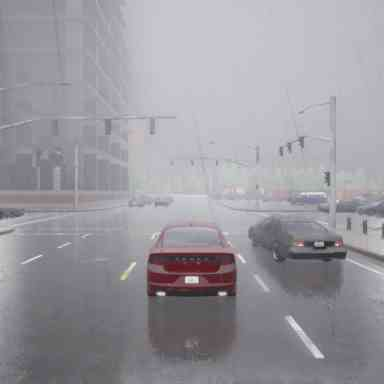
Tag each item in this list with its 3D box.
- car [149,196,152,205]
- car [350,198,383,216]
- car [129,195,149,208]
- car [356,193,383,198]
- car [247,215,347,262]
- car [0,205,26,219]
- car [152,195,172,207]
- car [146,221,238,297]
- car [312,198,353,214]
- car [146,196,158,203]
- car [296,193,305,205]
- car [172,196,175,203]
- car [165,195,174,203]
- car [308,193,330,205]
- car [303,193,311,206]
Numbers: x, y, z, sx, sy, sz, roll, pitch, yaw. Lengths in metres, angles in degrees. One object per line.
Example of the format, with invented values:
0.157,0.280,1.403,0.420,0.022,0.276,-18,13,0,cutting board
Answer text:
-8.208,1.352,58.114,2.097,1.767,4.553,0,0,-1,car
18.386,1.581,32.277,4.674,1.442,1.812,0,0,-1,car
-8.080,1.491,48.901,2.128,1.511,4.902,0,0,-1,car
39.038,1.209,72.549,4.605,1.855,1.932,0,0,-1,car
3.477,1.547,12.076,2.033,1.411,5.357,0,0,-4,car
-16.910,1.656,28.381,4.718,1.301,1.895,0,0,-5,car
-4.611,1.477,51.209,1.882,1.535,5.008,0,0,-1,car
-0.012,1.478,8.640,1.882,1.535,5.008,0,0,0,car
16.281,1.602,35.773,5.357,1.411,2.033,0,0,-1,car
-8.296,1.557,68.997,1.994,1.385,4.181,0,0,-1,car
24.022,1.209,66.875,4.605,1.855,1.932,0,0,-1,car
-4.748,1.547,61.769,2.033,1.411,5.357,0,0,0,car
-4.843,1.500,72.120,1.837,1.490,4.892,0,0,-1,car
24.118,1.451,61.297,3.806,1.475,1.970,0,0,-1,car
24.095,1.419,64.192,3.905,1.438,1.784,0,0,-1,car
